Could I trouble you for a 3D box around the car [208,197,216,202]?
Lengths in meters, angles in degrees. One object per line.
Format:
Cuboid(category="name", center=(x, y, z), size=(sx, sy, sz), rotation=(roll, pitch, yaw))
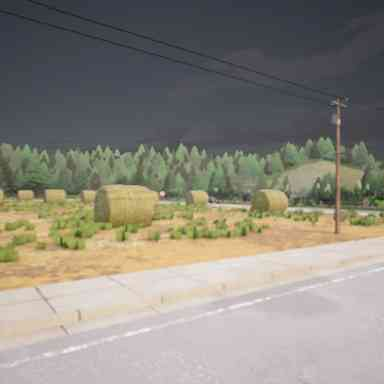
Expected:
Cuboid(category="car", center=(3.623, 1.531, 66.219), size=(1.812, 1.442, 4.674), rotation=(1, 0, -33))
